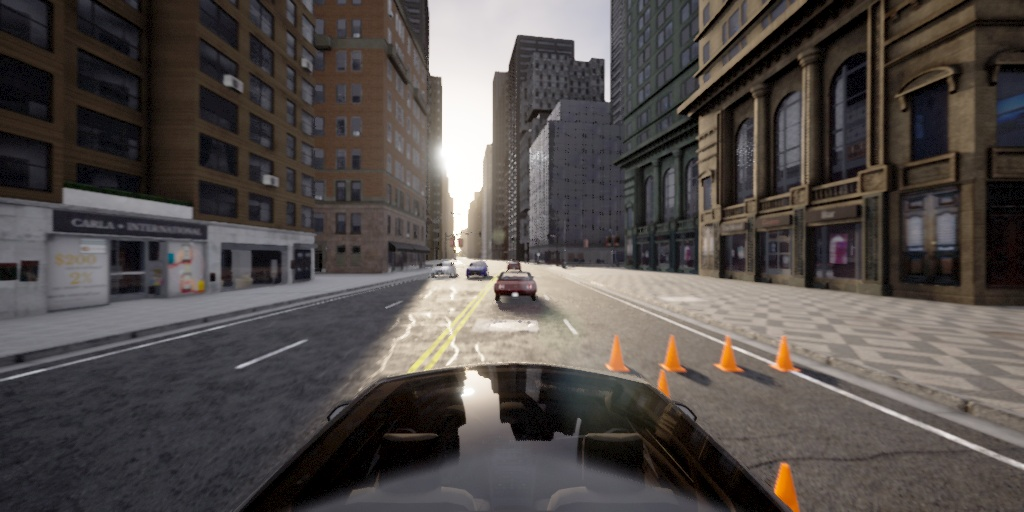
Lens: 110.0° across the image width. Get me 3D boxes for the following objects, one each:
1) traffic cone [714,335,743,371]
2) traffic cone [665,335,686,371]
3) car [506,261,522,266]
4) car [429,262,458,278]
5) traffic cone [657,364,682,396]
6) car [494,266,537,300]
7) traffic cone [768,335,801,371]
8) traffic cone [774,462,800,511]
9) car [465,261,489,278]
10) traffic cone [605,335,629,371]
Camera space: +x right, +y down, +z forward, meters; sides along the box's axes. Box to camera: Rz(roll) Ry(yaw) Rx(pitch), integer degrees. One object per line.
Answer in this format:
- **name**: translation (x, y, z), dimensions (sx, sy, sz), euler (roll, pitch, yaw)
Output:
- **traffic cone**: translation (3.877, 1.720, 6.435), dimensions (0.340, 0.580, 0.340), euler (0, 0, 0)
- **traffic cone**: translation (2.877, 1.717, 6.439), dimensions (0.340, 0.580, 0.340), euler (0, 0, 0)
- **car**: translation (0.267, 1.307, 46.558), dimensions (1.812, 1.442, 4.674), euler (0, 0, 0)
- **car**: translation (-6.470, 1.278, 34.477), dimensions (1.812, 1.442, 4.674), euler (0, 0, 0)
- **traffic cone**: translation (1.869, 1.712, 4.443), dimensions (0.340, 0.580, 0.340), euler (0, 0, 0)
- **car**: translation (0.154, 1.361, 17.643), dimensions (1.895, 1.301, 4.718), euler (0, 0, 0)
- **traffic cone**: translation (4.877, 1.723, 6.431), dimensions (0.340, 0.580, 0.340), euler (0, 0, 0)
- **traffic cone**: translation (1.862, 1.711, 2.443), dimensions (0.340, 0.580, 0.340), euler (0, 0, 0)
- **car**: translation (-3.223, 1.239, 33.974), dimensions (1.882, 1.535, 5.008), euler (0, 0, 0)
- **traffic cone**: translation (1.877, 1.714, 6.443), dimensions (0.340, 0.580, 0.340), euler (0, 0, 0)
